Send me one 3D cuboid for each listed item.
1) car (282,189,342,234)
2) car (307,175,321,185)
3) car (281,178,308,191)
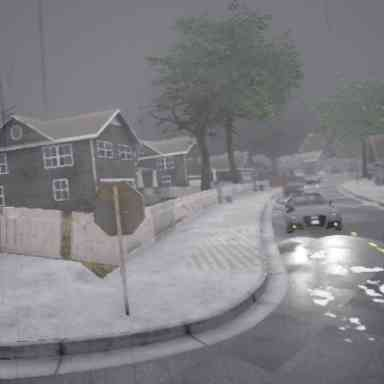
[{"bbox_3d":[4.852,0.795,13.987,1.994,1.385,4.181,-5,2,13],"label":"car"},{"bbox_3d":[19.954,-1.971,54.826,1.882,1.535,5.008,-5,1,29],"label":"car"},{"bbox_3d":[9.744,-0.332,32.000,2.033,1.411,5.357,-5,2,19],"label":"car"}]
